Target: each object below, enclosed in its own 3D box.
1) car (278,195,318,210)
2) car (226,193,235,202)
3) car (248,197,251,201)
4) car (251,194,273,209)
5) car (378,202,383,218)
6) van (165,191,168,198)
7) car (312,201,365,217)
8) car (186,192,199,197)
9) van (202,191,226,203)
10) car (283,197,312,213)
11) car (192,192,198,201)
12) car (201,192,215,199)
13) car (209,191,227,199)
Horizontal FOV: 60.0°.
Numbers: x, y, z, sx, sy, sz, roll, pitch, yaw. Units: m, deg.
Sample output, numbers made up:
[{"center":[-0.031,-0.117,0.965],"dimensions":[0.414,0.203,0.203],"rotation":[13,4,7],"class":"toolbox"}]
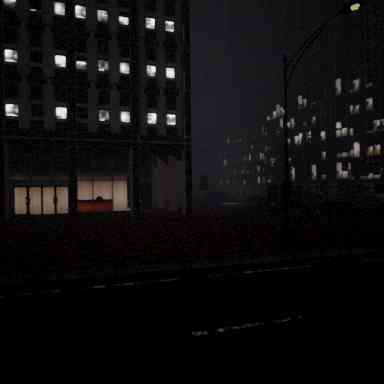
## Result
[{"center":[12.373,1.216,39.272],"dimensions":[1.882,1.535,5.008],"rotation":[-1,1,-20],"class":"car"},{"center":[5.320,1.024,59.332],"dimensions":[1.882,1.535,5.008],"rotation":[-1,1,-19],"class":"car"},{"center":[11.529,1.059,58.903],"dimensions":[1.802,1.307,4.206],"rotation":[0,1,-20],"class":"car"},{"center":[9.311,1.331,40.013],"dimensions":[1.947,1.339,4.313],"rotation":[0,1,-20],"class":"car"},{"center":[17.056,1.217,26.030],"dimensions":[2.097,1.767,4.553],"rotation":[-1,1,-18],"class":"car"},{"center":[-5.909,0.686,82.855],"dimensions":[1.690,1.788,3.998],"rotation":[0,1,-20],"class":"van"},{"center":[13.057,1.434,29.279],"dimensions":[1.947,1.339,4.313],"rotation":[0,1,-20],"class":"car"},{"center":[0.076,0.709,91.023],"dimensions":[2.008,1.369,4.403],"rotation":[0,1,-20],"class":"car"},{"center":[3.635,0.951,56.087],"dimensions":[1.690,1.788,3.998],"rotation":[0,1,-20],"class":"van"},{"center":[11.164,1.399,34.641],"dimensions":[1.802,1.307,4.206],"rotation":[0,1,-20],"class":"car"},{"center":[-0.183,1.055,66.797],"dimensions":[2.008,1.369,4.403],"rotation":[0,1,-20],"class":"car"},{"center":[3.893,0.705,80.315],"dimensions":[1.967,1.590,4.097],"rotation":[0,1,-20],"class":"car"},{"center":[5.801,0.633,74.960],"dimensions":[2.192,1.841,5.009],"rotation":[0,1,-20],"class":"car"}]
